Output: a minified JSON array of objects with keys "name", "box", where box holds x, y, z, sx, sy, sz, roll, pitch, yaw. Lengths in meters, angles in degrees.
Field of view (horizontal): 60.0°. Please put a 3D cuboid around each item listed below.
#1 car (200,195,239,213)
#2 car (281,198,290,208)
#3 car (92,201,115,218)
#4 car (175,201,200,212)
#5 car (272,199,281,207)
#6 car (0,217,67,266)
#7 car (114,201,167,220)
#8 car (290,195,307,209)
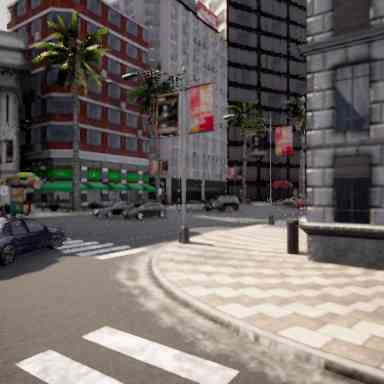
[{"name":"car","box":[3.787,1.416,41.120,2.150,2.045,5.566,0,0,37]},{"name":"car","box":[17.437,1.815,53.516,5.357,1.411,2.033,0,0,-31]},{"name":"car","box":[-7.244,1.629,31.695,2.128,1.511,4.902,0,0,35]},{"name":"car","box":[-0.018,1.792,41.836,1.895,1.301,4.718,0,0,37]},{"name":"car","box":[15.737,1.805,56.573,4.674,1.442,1.812,0,0,-31]},{"name":"car","box":[-6.477,1.595,11.799,2.033,1.411,5.357,0,0,6]},{"name":"car","box":[-4.258,1.637,29.857,1.837,1.490,4.892,0,0,35]},{"name":"car","box":[17.672,1.470,49.275,5.566,2.045,2.150,0,0,-33]}]
